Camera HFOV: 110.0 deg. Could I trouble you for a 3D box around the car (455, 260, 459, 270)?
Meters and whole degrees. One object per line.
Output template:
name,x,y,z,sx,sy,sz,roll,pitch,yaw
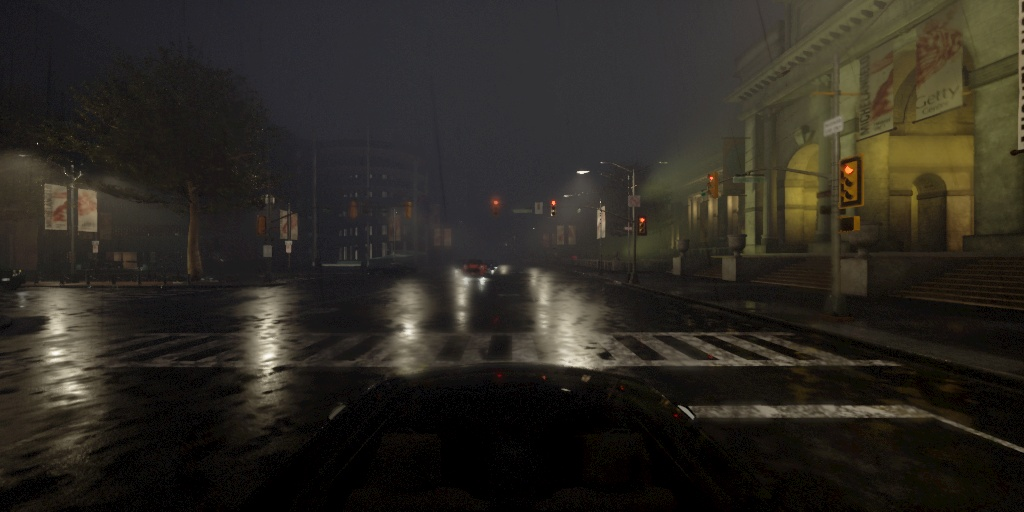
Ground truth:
car,-7.097,1.255,52.057,1.837,1.490,4.892,0,0,0

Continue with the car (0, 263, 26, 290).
car,-31.114,0.971,20.095,5.566,2.045,2.150,0,0,0

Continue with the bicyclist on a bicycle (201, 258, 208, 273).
bicyclist on a bicycle,-34.228,1.051,39.560,0.582,1.620,1.656,0,0,0

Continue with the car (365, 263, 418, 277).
car,-11.747,1.351,35.048,4.718,1.301,1.895,0,0,-40

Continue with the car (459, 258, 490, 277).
car,-3.597,1.102,35.548,2.097,1.767,4.553,0,0,0

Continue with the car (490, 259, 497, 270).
car,-3.599,1.228,53.131,1.882,1.535,5.008,0,0,0
